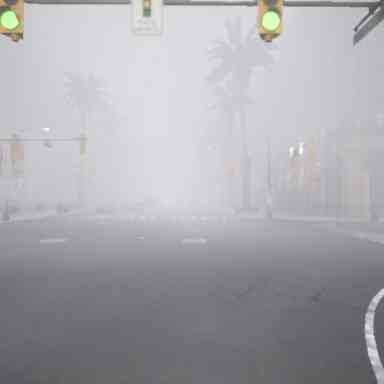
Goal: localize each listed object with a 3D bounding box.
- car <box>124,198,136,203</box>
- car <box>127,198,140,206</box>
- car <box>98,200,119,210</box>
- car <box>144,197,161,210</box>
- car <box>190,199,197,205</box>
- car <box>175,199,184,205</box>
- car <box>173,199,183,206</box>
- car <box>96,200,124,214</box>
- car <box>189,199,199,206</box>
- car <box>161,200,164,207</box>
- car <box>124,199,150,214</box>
[{"bbox_3d":[-10.289,2.056,50.825,1.837,1.490,4.892,0,-1,0],"label":"car"},{"bbox_3d":[-13.173,2.174,75.420,2.185,1.767,4.553,0,-1,0],"label":"car"},{"bbox_3d":[-13.377,2.091,53.489,2.161,1.482,4.786,0,-1,0],"label":"car"},{"bbox_3d":[-6.755,1.808,53.516,2.150,2.045,5.566,0,-1,1],"label":"car"},{"bbox_3d":[0.391,2.406,82.759,1.837,1.490,4.892,0,-1,0],"label":"car"},{"bbox_3d":[-3.109,2.498,82.771,1.895,1.301,4.718,0,-1,0],"label":"car"},{"bbox_3d":[-3.059,2.335,72.332,2.033,1.411,5.357,0,-1,0],"label":"car"},{"bbox_3d":[-10.356,1.994,41.361,2.033,1.411,5.357,0,-1,1],"label":"car"},{"bbox_3d":[0.440,2.335,72.292,2.033,1.411,5.357,0,-1,0],"label":"car"},{"bbox_3d":[-6.588,2.216,65.970,2.128,1.511,4.902,0,-1,1],"label":"car"},{"bbox_3d":[-6.877,2.008,42.257,2.033,1.411,5.357,0,-1,-3],"label":"car"}]
